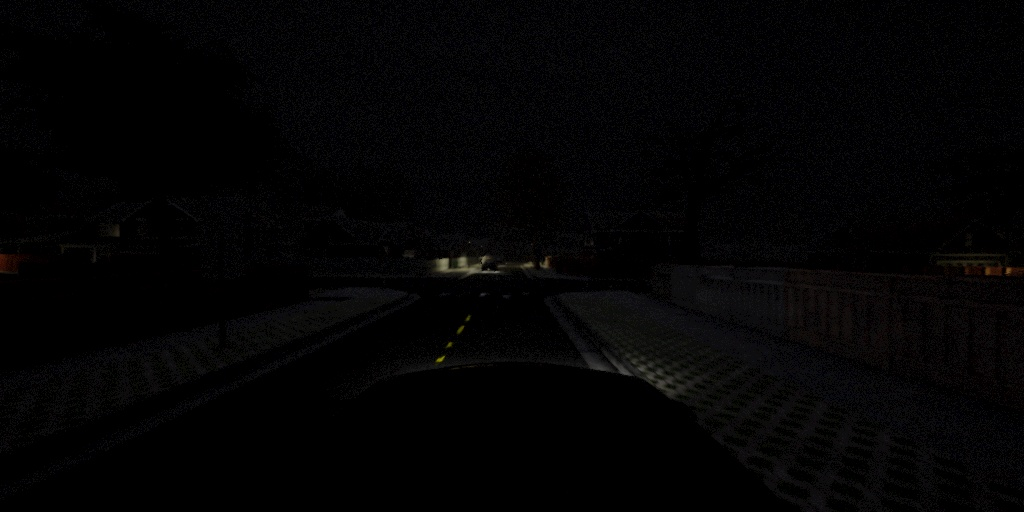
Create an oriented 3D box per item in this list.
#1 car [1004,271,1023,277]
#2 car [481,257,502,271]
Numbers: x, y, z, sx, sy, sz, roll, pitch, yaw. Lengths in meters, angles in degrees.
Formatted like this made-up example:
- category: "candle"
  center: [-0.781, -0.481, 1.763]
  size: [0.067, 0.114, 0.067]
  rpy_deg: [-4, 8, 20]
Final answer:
- category: "car"
  center: [35.399, 1.769, 24.354]
  size: [4.902, 1.511, 2.128]
  rpy_deg: [1, 1, 1]
- category: "car"
  center: [-2.722, 1.144, 44.371]
  size: [2.033, 1.411, 5.357]
  rpy_deg: [0, 1, 0]
